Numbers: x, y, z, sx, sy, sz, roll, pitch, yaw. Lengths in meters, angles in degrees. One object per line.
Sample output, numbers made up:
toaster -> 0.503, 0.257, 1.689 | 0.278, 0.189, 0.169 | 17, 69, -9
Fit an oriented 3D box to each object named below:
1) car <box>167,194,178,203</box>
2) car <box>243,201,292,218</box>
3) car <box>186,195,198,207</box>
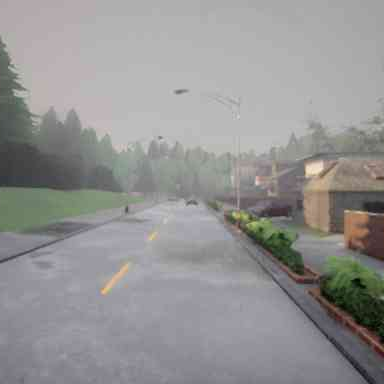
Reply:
car -> -3.978, 1.259, 67.611 | 2.097, 1.767, 4.553 | 0, 0, 0
car -> 6.312, 1.428, 26.919 | 5.357, 1.415, 2.033 | 0, 0, -40
car -> 0.010, 1.516, 51.737 | 1.812, 1.442, 4.674 | 0, -1, 0
